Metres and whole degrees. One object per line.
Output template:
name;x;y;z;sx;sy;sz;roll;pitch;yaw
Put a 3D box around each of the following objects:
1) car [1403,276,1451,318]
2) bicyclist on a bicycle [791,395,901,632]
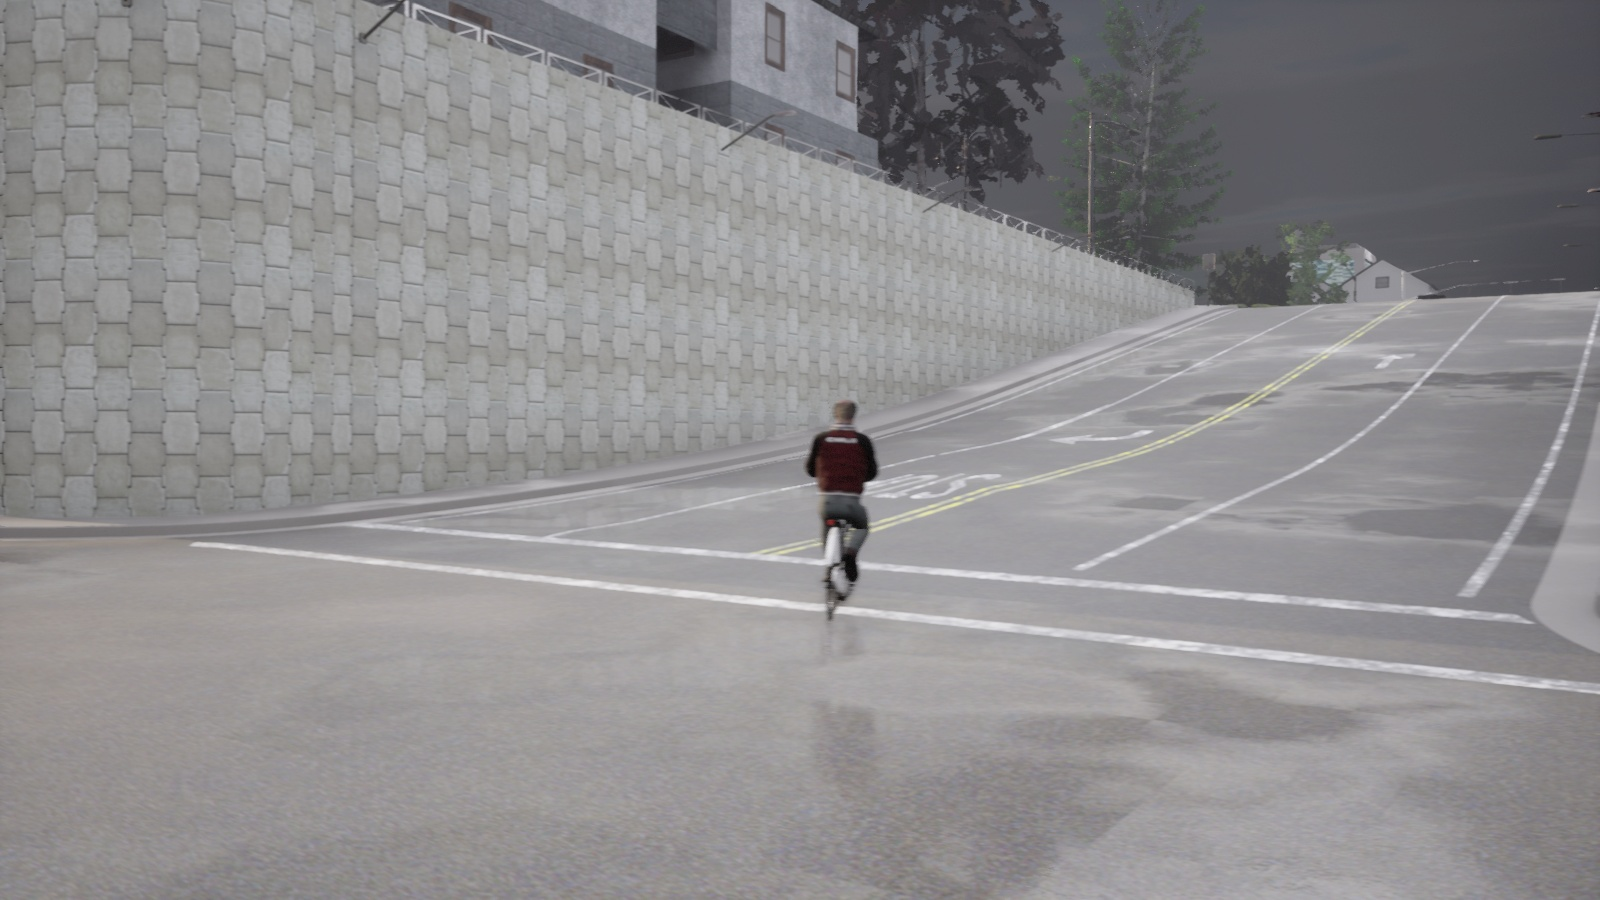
car;35.413;-8.586;70.877;1.905;1.878;3.866;0;1;34
bicyclist on a bicycle;0.421;0.462;10.425;0.659;1.776;1.843;2;1;9
